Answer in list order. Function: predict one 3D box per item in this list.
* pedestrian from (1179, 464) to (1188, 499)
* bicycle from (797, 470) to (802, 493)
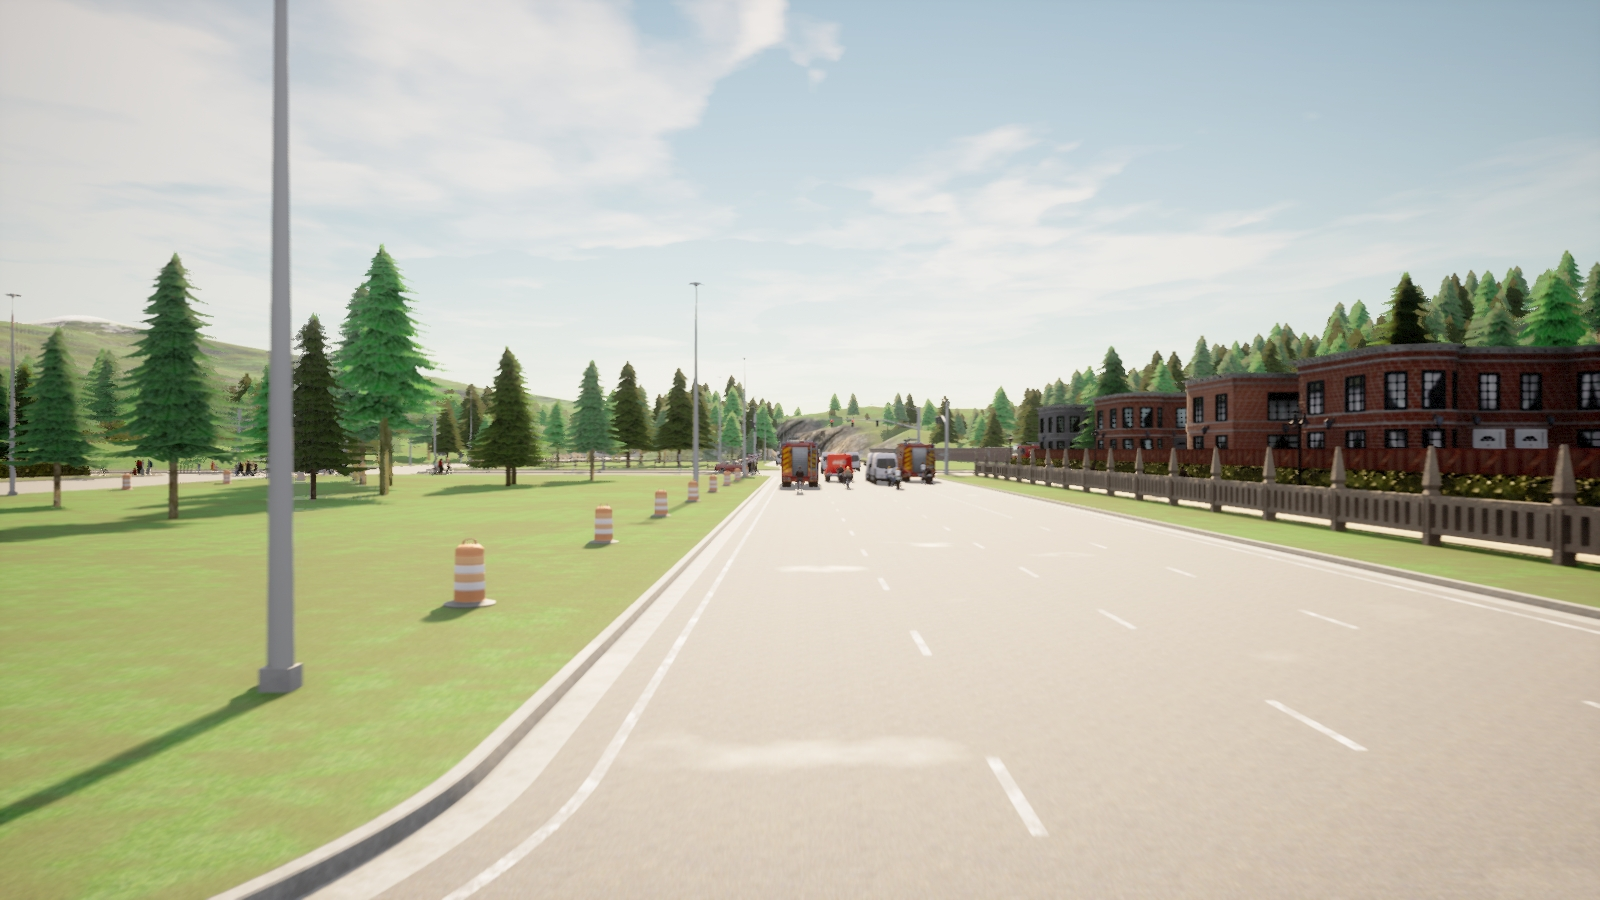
[{"bbox_3d":[20.621,1.699,61.427,0.375,1.860,0.375,0,0,0],"label":"pedestrian"},{"bbox_3d":[-0.007,2.060,74.655,0.329,1.471,1.835,0,0,0],"label":"bicycle"}]
